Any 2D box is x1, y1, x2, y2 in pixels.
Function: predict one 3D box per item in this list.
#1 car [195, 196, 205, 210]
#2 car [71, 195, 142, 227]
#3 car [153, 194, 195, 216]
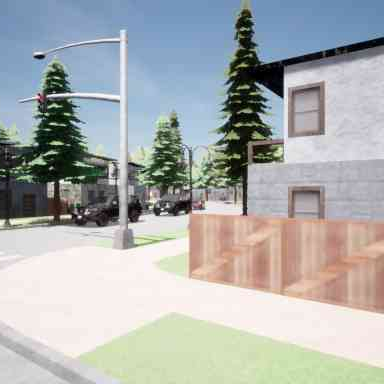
[{"bbox_3d":[0.419,1.333,42.111,2.097,1.767,4.553,0,0,9],"label":"car"},{"bbox_3d":[-5.715,1.202,23.130,2.150,2.045,5.566,0,0,27],"label":"car"},{"bbox_3d":[-1.830,1.202,32.509,2.150,2.045,5.566,0,0,18],"label":"car"}]
